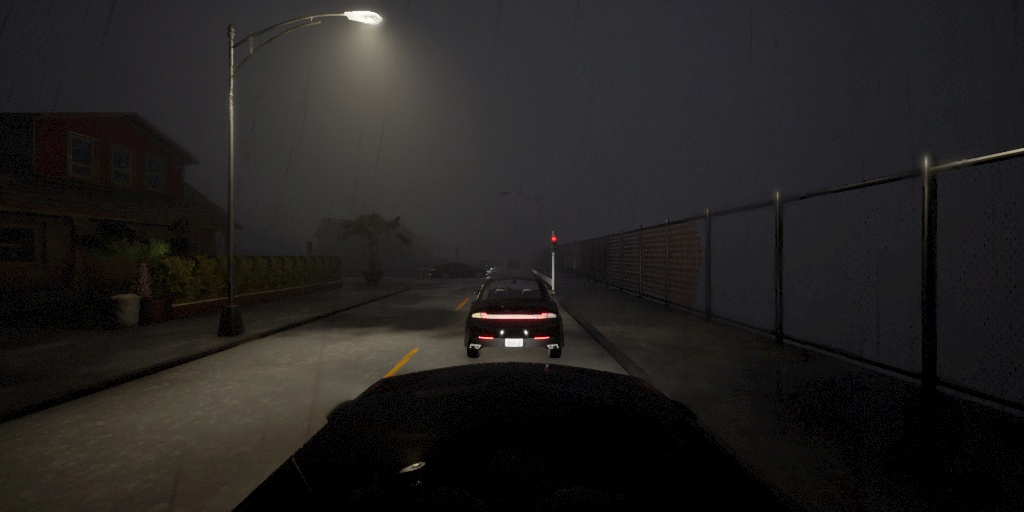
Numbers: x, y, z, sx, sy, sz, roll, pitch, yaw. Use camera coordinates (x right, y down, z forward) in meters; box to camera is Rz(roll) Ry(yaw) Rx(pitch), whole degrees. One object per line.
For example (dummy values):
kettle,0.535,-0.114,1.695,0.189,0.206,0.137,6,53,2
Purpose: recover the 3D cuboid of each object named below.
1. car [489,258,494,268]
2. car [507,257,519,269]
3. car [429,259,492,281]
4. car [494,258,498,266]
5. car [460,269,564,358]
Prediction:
car,-4.092,1.255,51.831,1.837,1.490,4.892,0,0,0
car,0.111,1.297,55.329,2.033,1.411,5.357,0,0,0
car,-4.501,1.256,30.253,4.892,1.490,1.837,0,2,-25
car,-4.072,1.297,61.697,2.033,1.411,5.357,0,0,0
car,0.055,1.242,8.445,2.128,1.511,4.902,0,0,0
